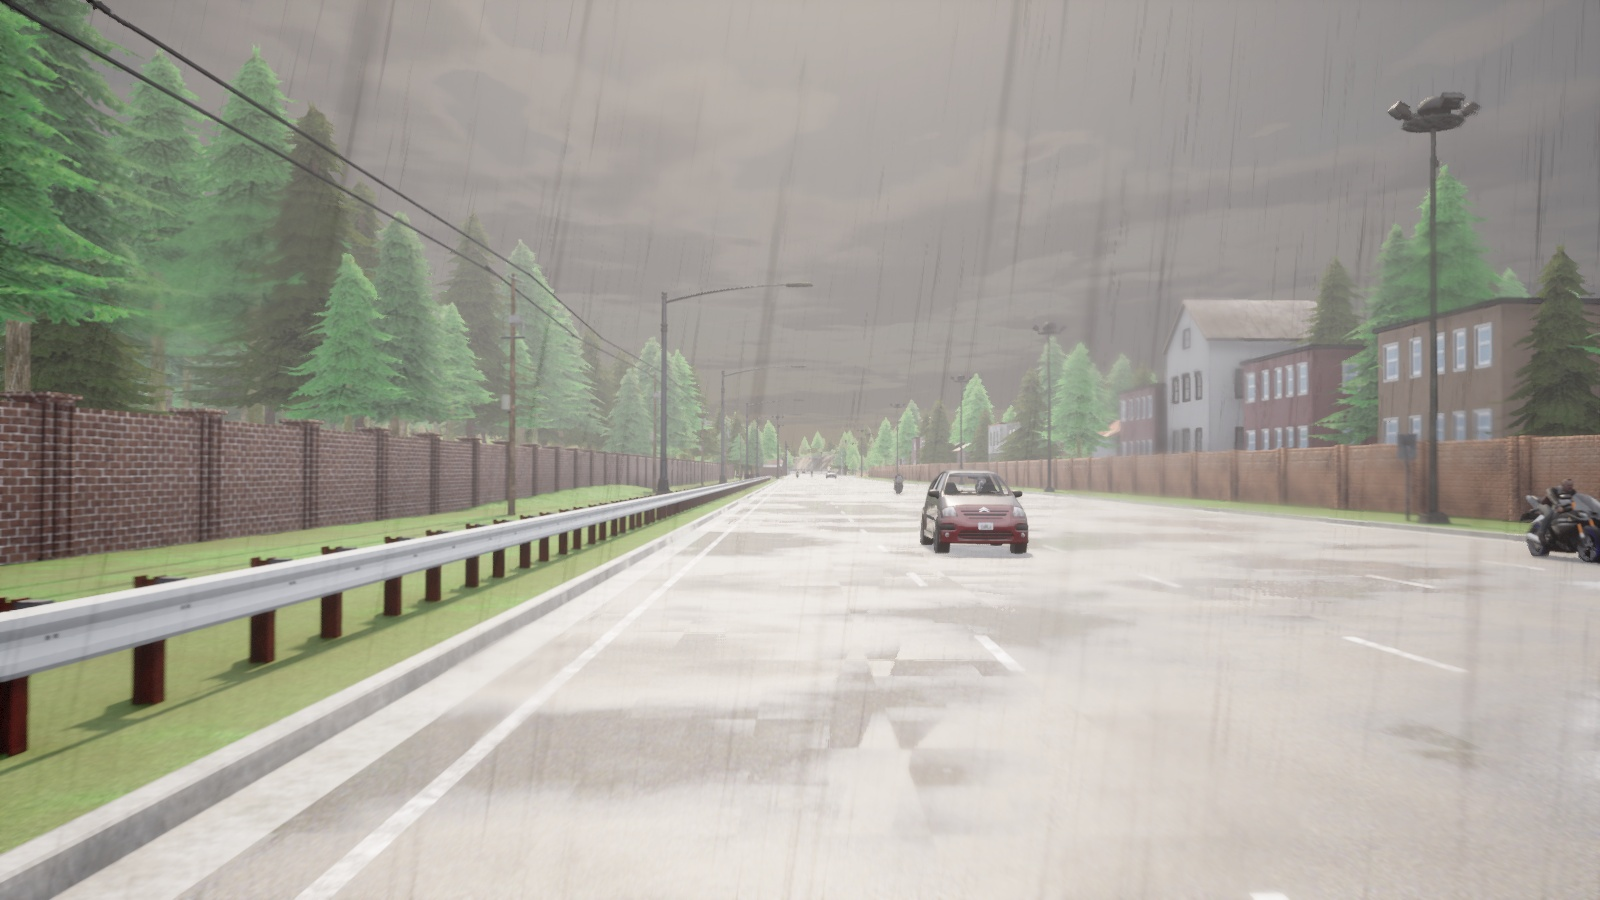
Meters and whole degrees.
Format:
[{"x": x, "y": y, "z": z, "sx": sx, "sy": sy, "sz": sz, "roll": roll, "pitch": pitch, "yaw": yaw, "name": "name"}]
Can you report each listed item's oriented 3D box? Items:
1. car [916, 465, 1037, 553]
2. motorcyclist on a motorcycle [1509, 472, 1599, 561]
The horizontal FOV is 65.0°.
[{"x": 3.437, "y": 1.120, "z": 25.125, "sx": 1.851, "sy": 1.617, "sz": 3.988, "roll": 0, "pitch": -1, "yaw": 0, "name": "car"}, {"x": 13.943, "y": 1.176, "z": 22.803, "sx": 0.866, "sy": 1.530, "sz": 2.191, "roll": 0, "pitch": -1, "yaw": 0, "name": "motorcyclist on a motorcycle"}]
